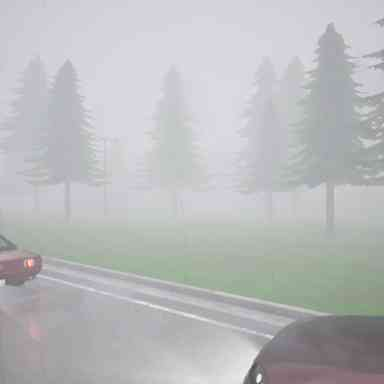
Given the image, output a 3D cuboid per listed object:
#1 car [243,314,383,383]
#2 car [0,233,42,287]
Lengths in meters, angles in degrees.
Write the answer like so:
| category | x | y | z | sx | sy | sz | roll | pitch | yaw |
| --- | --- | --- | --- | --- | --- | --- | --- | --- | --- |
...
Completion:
| category | x | y | z | sx | sy | sz | roll | pitch | yaw |
| --- | --- | --- | --- | --- | --- | --- | --- | --- | --- |
| car | 2.424 | 1.564 | 2.263 | 4.181 | 1.385 | 1.994 | 0 | 0 | 36 |
| car | -5.785 | 1.601 | 8.108 | 4.718 | 1.301 | 1.895 | 0 | 0 | 35 |
